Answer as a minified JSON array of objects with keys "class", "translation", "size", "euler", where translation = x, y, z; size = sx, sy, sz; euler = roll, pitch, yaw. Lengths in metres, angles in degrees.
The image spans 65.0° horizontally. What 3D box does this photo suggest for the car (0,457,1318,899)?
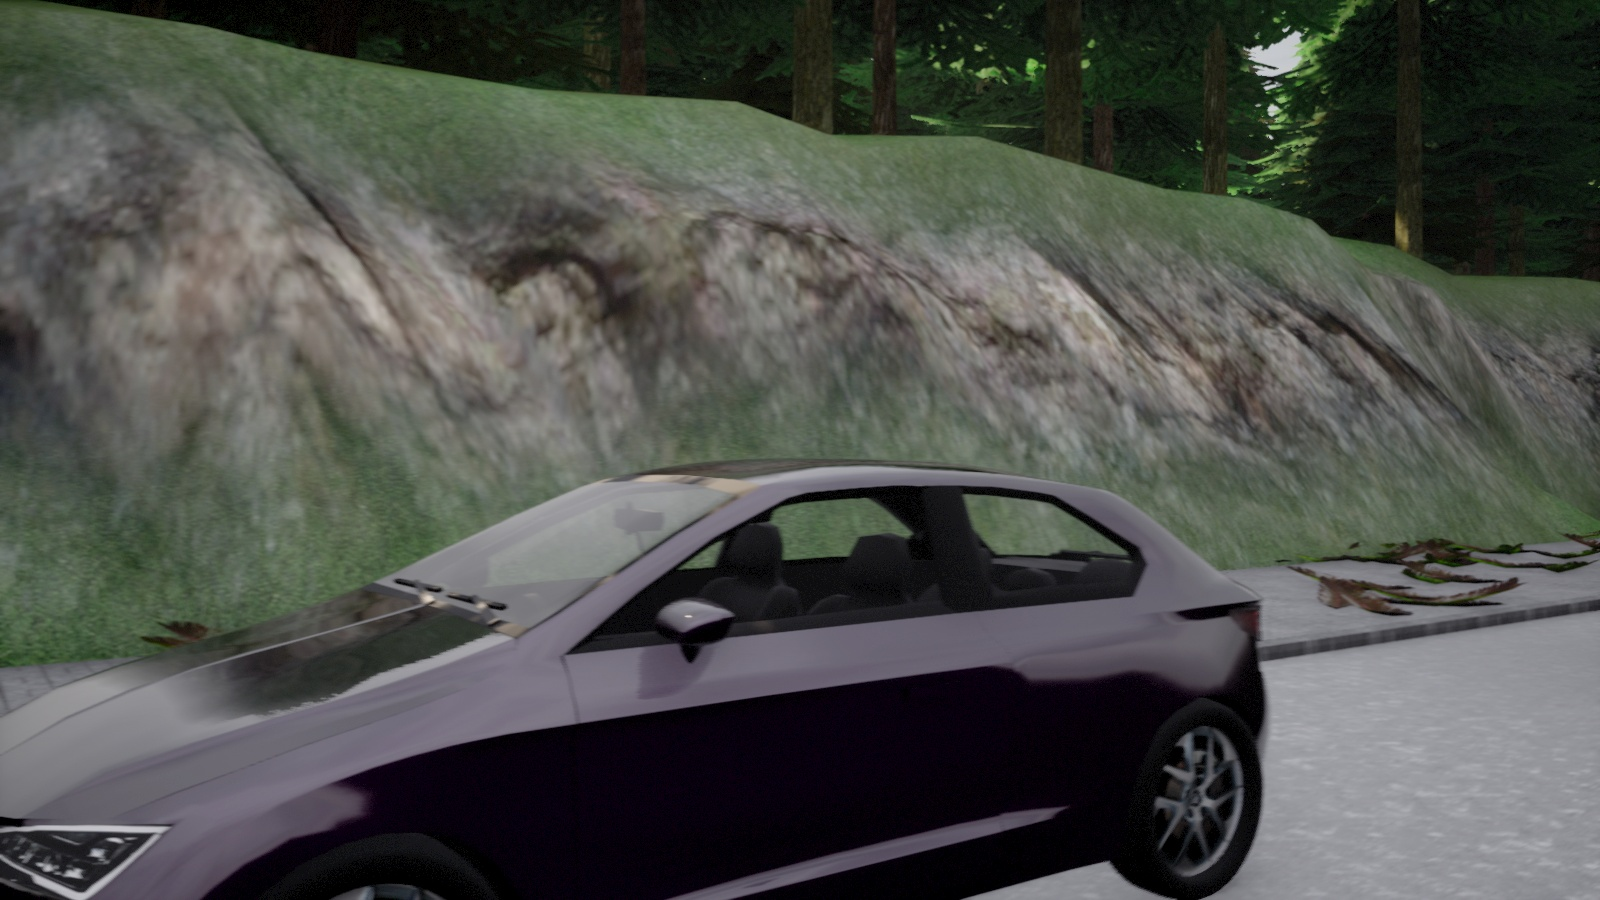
[{"class":"car","translation":[-0.414,0.769,3.982],"size":[4.193,1.474,1.816],"euler":[0,0,-35]}]
